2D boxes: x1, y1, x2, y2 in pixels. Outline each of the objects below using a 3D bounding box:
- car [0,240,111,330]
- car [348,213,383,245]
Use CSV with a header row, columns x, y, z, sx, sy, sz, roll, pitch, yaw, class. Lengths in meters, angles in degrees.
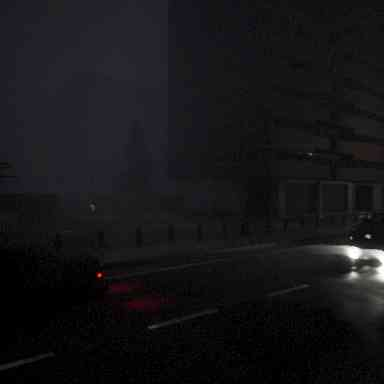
x,y,z,sx,sy,sz,roll,pitch,yaw,class
-4.132,1.547,5.427,5.357,1.411,2.033,0,0,-34,car
8.909,1.676,14.995,4.181,1.385,1.994,0,0,-36,car
